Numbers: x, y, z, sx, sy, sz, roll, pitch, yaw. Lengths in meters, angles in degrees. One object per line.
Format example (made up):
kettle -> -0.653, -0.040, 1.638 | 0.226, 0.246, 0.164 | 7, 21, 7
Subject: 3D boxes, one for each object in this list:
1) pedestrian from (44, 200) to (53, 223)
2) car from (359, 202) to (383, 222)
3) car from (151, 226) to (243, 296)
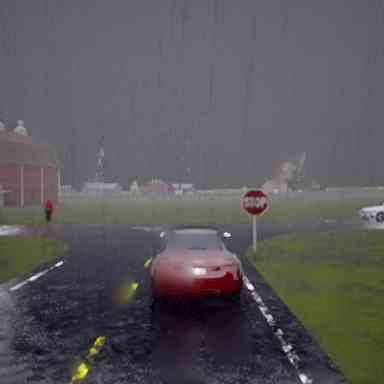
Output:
pedestrian -> -11.219, 1.469, 25.993 | 0.375, 1.860, 0.375 | 0, 0, 4
car -> 14.031, 1.264, 23.060 | 4.674, 1.442, 1.812 | -1, 0, -4
car -> 0.089, 1.559, 8.682 | 1.994, 1.385, 4.181 | 0, 0, 0
